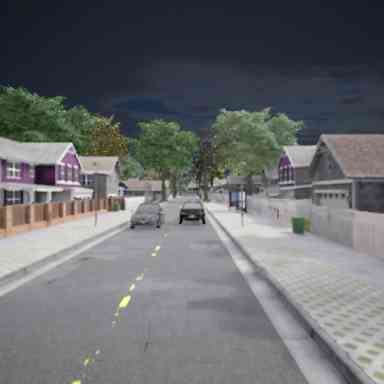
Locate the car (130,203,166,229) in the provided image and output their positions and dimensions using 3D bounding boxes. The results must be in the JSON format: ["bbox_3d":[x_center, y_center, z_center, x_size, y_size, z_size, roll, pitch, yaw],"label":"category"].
[{"bbox_3d":[-2.780,1.517,21.594,1.837,1.490,4.892,0,0,0],"label":"car"}]

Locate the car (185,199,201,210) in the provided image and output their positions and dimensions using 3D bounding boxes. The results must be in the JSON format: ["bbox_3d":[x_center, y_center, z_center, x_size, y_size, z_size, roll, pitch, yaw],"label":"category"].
[{"bbox_3d":[0.091,1.587,43.092,1.994,1.385,4.181,0,0,0],"label":"car"}]

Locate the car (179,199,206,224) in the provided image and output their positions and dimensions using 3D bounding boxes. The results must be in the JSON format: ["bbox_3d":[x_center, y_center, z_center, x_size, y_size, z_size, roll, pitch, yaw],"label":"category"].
[{"bbox_3d":[0.045,1.490,25.198,1.882,1.535,5.008,0,0,1],"label":"car"}]
